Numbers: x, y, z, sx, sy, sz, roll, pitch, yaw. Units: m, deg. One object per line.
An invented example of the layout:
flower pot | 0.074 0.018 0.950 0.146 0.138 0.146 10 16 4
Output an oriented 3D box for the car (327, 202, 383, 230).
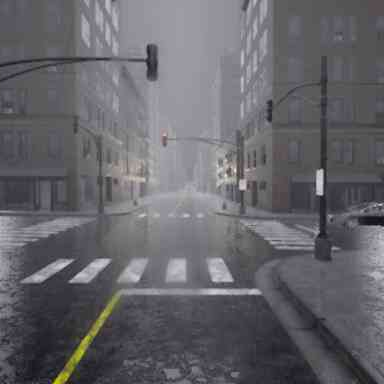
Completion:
car | 10.394 1.370 19.375 4.902 1.511 2.128 1 1 -1
